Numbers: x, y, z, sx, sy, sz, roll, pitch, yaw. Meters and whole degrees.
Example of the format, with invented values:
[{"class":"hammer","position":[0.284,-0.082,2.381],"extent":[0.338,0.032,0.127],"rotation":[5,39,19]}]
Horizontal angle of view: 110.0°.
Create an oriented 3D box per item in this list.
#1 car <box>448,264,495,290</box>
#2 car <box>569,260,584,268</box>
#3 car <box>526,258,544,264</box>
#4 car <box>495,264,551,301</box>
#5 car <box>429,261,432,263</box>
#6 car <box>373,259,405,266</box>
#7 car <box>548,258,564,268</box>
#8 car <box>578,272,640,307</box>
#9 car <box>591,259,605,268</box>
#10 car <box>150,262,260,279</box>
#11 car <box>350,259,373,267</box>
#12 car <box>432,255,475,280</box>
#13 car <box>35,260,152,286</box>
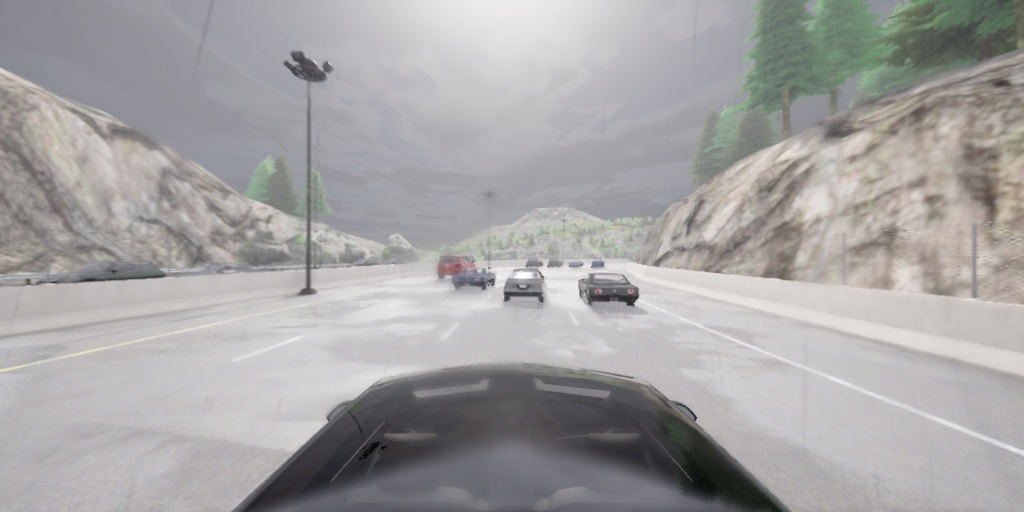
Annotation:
[{"class":"car","position":[-2.198,1.343,22.264],"extent":[1.895,1.301,4.718],"rotation":[0,0,7]},{"class":"car","position":[11.298,1.337,62.835],"extent":[2.033,1.411,5.357],"rotation":[0,0,22]},{"class":"car","position":[4.093,1.116,63.383],"extent":[2.097,1.767,4.553],"rotation":[0,0,21]},{"class":"car","position":[0.720,1.300,17.305],"extent":[2.033,1.411,5.357],"rotation":[0,0,6]},{"class":"car","position":[-12.123,1.198,59.736],"extent":[2.128,1.511,4.902],"rotation":[0,0,18]},{"class":"car","position":[-17.764,1.181,53.004],"extent":[2.128,1.511,4.902],"rotation":[0,0,15]},{"class":"car","position":[7.815,1.129,63.217],"extent":[2.097,1.767,4.553],"rotation":[0,0,20]},{"class":"car","position":[4.015,1.365,15.689],"extent":[1.895,1.301,4.718],"rotation":[0,0,4]},{"class":"car","position":[15.037,1.280,62.290],"extent":[1.882,1.535,5.008],"rotation":[0,0,22]},{"class":"car","position":[-16.672,1.184,20.242],"extent":[2.128,1.511,4.902],"rotation":[0,0,6]},{"class":"car","position":[-21.525,1.167,52.490],"extent":[2.128,1.511,4.902],"rotation":[0,0,15]},{"class":"car","position":[-4.634,0.955,30.984],"extent":[2.150,2.045,5.566],"rotation":[0,0,10]},{"class":"car","position":[-20.376,1.032,18.080],"extent":[2.097,1.767,4.553],"rotation":[0,0,5]}]
